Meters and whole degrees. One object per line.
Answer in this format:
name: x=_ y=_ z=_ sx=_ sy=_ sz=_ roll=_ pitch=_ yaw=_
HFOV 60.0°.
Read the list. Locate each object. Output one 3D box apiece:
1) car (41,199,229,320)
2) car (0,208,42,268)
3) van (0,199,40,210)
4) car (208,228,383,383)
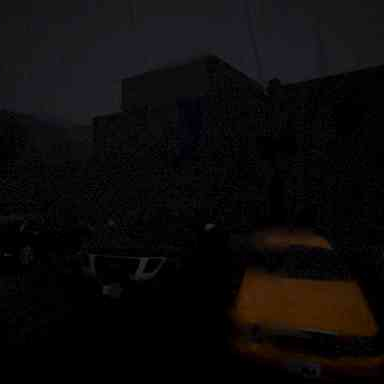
car: x=-0.497 y=1.204 z=7.780 sx=2.435 sy=2.045 sz=5.566 roll=0 pitch=-1 yaw=15
car: x=-5.280 y=1.470 z=11.198 sx=2.231 sy=1.521 sz=4.892 roll=-1 pitch=-1 yaw=15
van: x=-7.631 y=1.284 z=13.012 sx=1.878 sy=1.987 sz=4.442 roll=-1 pitch=-2 yaw=15
car: x=1.849 y=1.467 z=5.921 sx=1.946 sy=1.575 sz=5.366 roll=1 pitch=0 yaw=16
